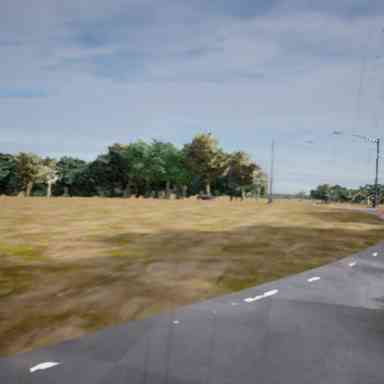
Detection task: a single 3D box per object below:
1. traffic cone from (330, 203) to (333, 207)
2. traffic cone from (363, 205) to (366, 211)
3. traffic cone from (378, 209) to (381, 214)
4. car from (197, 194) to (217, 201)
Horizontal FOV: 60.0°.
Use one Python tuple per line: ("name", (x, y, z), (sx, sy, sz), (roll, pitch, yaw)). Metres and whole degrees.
("traffic cone", (18.508, 1.659, 44.073), (0.340, 0.580, 0.340), (3, 0, -3))
("traffic cone", (17.977, 1.680, 34.661), (0.340, 0.580, 0.340), (3, 1, 9))
("traffic cone", (16.976, 1.706, 30.047), (0.340, 0.580, 0.340), (3, 1, 15))
("car", (3.559, 1.284, 78.312), (5.008, 1.535, 1.882), (1, -2, 39))
